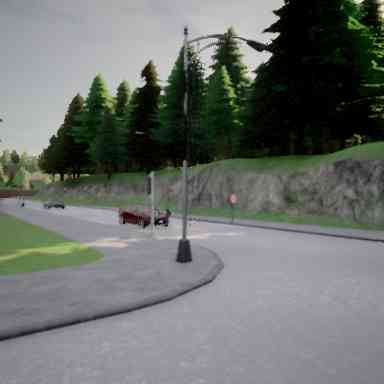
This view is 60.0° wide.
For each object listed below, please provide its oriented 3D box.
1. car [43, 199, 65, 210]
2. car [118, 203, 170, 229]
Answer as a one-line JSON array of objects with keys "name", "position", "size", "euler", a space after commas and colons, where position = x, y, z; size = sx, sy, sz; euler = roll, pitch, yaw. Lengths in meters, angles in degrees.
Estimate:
[{"name": "car", "position": [-17.837, 1.537, 42.971], "size": [1.994, 1.385, 4.181], "euler": [1, 0, -35]}, {"name": "car", "position": [-3.358, 1.569, 22.671], "size": [1.882, 1.535, 5.008], "euler": [1, 0, -35]}]
